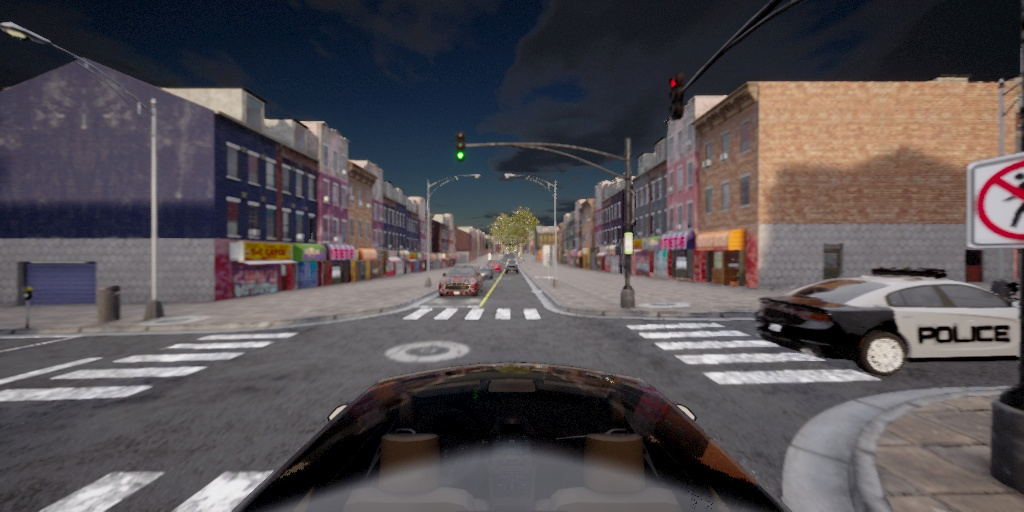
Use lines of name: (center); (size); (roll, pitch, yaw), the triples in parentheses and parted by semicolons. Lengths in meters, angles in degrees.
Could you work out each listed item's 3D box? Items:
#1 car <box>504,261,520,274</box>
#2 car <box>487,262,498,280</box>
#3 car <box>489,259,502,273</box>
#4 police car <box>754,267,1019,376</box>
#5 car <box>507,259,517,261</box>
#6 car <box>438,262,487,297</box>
car: (0.009, 1.763, 50.608); (1.837, 1.490, 4.892); (0, 0, 0)
car: (-2.837, 1.630, 36.428); (2.128, 1.511, 4.902); (0, -1, 0)
car: (-2.740, 1.542, 55.578); (2.150, 2.045, 5.566); (0, 0, 0)
police car: (7.362, 1.035, 6.528); (5.238, 1.638, 1.930); (-1, 0, 0)
car: (0.011, 1.566, 61.061); (2.150, 2.045, 5.566); (0, 0, 0)
car: (-2.843, 1.336, 20.699); (2.097, 1.767, 4.553); (0, -1, 0)
